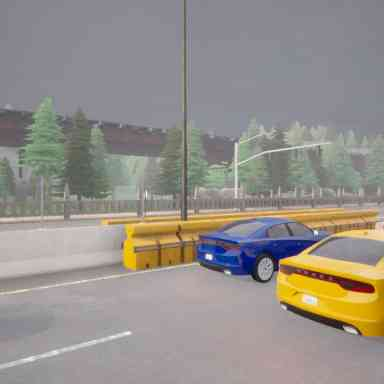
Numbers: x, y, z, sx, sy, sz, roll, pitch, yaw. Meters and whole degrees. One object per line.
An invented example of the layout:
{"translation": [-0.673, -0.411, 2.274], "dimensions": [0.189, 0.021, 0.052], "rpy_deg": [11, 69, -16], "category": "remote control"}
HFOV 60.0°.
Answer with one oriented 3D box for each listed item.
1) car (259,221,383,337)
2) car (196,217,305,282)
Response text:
{"translation": [3.799, 1.478, 6.464], "dimensions": [5.008, 1.535, 1.882], "rpy_deg": [0, 0, -35], "category": "car"}
{"translation": [2.438, 1.478, 9.793], "dimensions": [5.008, 1.535, 1.882], "rpy_deg": [0, 0, -36], "category": "car"}
